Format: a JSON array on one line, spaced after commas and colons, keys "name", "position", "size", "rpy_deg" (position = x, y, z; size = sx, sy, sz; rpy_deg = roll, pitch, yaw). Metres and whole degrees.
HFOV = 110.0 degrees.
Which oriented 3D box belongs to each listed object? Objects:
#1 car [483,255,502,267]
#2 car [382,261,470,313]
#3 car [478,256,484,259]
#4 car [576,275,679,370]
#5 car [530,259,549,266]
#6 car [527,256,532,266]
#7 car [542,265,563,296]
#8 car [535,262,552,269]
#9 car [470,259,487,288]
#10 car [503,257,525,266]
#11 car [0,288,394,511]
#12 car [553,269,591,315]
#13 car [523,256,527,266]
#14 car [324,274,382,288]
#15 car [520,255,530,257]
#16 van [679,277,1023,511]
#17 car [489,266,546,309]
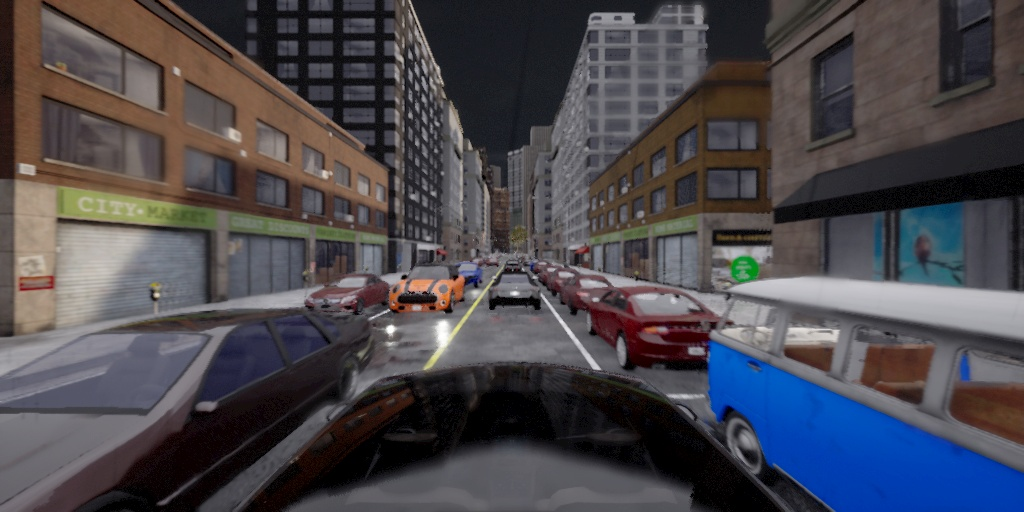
[{"name": "car", "position": [-3.057, 1.013, 57.027], "size": [1.882, 1.535, 5.008], "rpy_deg": [0, 0, 0]}, {"name": "car", "position": [-3.056, 1.089, 13.836], "size": [2.097, 1.767, 4.553], "rpy_deg": [0, 0, 0]}, {"name": "car", "position": [-5.759, 1.078, 57.595], "size": [1.888, 1.381, 4.507], "rpy_deg": [0, 0, 0]}, {"name": "car", "position": [2.763, 1.291, 7.609], "size": [1.888, 1.381, 4.507], "rpy_deg": [0, 0, 0]}, {"name": "car", "position": [3.150, 1.164, 36.660], "size": [1.812, 1.442, 4.674], "rpy_deg": [0, 0, 0]}, {"name": "car", "position": [3.142, 1.082, 43.659], "size": [1.882, 1.535, 5.008], "rpy_deg": [0, 0, 0]}, {"name": "car", "position": [2.764, 1.304, 18.718], "size": [1.802, 1.307, 4.207], "rpy_deg": [0, 0, 0]}, {"name": "car", "position": [2.764, 1.281, 24.274], "size": [1.802, 1.307, 4.207], "rpy_deg": [0, 0, 0]}, {"name": "car", "position": [-2.999, 1.179, 23.896], "size": [1.882, 1.535, 5.008], "rpy_deg": [0, 0, 0]}, {"name": "car", "position": [0.090, 1.141, 37.640], "size": [1.837, 1.490, 4.892], "rpy_deg": [0, 1, 0]}, {"name": "car", "position": [-3.095, 1.297, 3.541], "size": [2.033, 1.411, 5.357], "rpy_deg": [0, 0, 0]}, {"name": "car", "position": [2.763, 1.320, 13.166], "size": [1.802, 1.307, 4.207], "rpy_deg": [0, 0, 0]}, {"name": "car", "position": [2.766, 1.097, 57.587], "size": [1.948, 1.339, 4.313], "rpy_deg": [0, 0, 0]}, {"name": "car", "position": [-5.762, 1.321, 13.169], "size": [1.802, 1.307, 4.207], "rpy_deg": [0, 0, 0]}, {"name": "car", "position": [2.766, 1.021, 63.309], "size": [1.751, 1.417, 4.829], "rpy_deg": [0, 0, 0]}, {"name": "van", "position": [2.763, 1.090, 2.058], "size": [1.690, 1.789, 3.998], "rpy_deg": [0, 0, 0]}, {"name": "car", "position": [0.101, 1.297, 14.789], "size": [1.994, 1.385, 4.181], "rpy_deg": [0, 0, 0]}]
